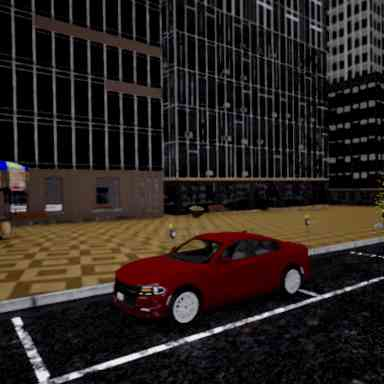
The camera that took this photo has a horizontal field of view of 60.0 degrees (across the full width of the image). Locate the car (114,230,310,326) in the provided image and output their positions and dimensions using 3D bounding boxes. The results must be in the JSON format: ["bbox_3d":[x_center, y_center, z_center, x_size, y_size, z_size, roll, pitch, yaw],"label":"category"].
[{"bbox_3d":[0.603,1.536,7.006,4.507,1.381,1.887,0,-1,-35],"label":"car"}]
